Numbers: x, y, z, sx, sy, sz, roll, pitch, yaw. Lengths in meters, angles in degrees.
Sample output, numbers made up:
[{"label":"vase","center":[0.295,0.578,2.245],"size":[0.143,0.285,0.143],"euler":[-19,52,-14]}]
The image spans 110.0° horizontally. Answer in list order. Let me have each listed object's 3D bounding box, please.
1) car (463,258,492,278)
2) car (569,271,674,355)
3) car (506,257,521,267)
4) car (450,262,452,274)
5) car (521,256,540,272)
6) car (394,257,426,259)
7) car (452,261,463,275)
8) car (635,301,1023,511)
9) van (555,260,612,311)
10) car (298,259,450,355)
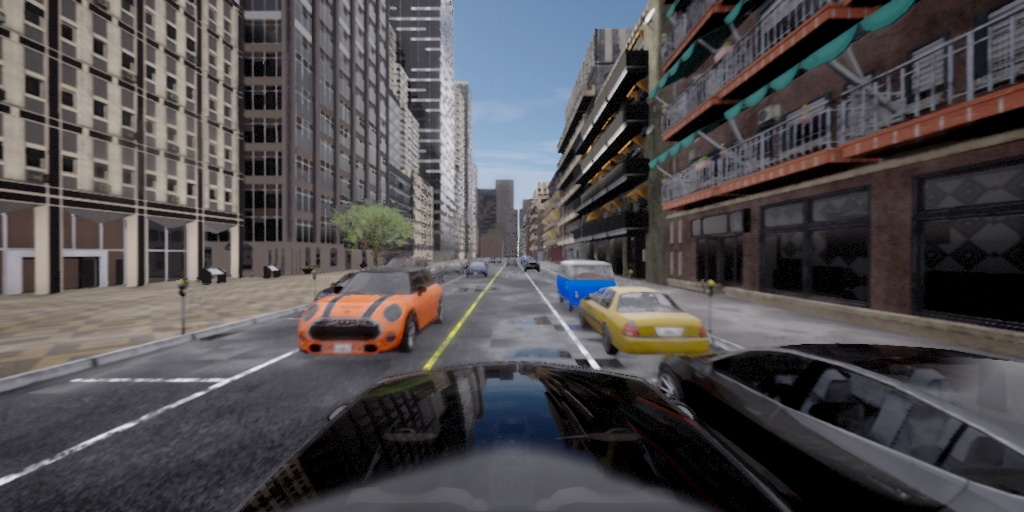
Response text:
[{"label":"car","center":[-3.102,1.172,32.968],"size":[1.812,1.442,4.674],"euler":[0,0,0]},{"label":"car","center":[2.688,1.252,8.433],"size":[1.751,1.417,4.829],"euler":[0,0,0]},{"label":"car","center":[-0.015,1.063,60.436],"size":[2.128,1.511,4.902],"euler":[0,0,0]},{"label":"car","center":[-5.697,1.222,24.830],"size":[2.007,1.370,4.403],"euler":[0,0,0]},{"label":"car","center":[2.344,1.122,42.774],"size":[1.837,1.490,4.892],"euler":[0,0,0]},{"label":"car","center":[-5.696,1.003,19.307],"size":[2.192,1.841,5.009],"euler":[0,0,0]},{"label":"car","center":[-5.700,1.188,35.876],"size":[2.007,1.370,4.403],"euler":[0,0,0]},{"label":"car","center":[2.689,1.312,2.741],"size":[1.948,1.339,4.313],"euler":[0,0,0]},{"label":"van","center":[2.687,1.048,13.787],"size":[1.690,1.789,3.998],"euler":[0,0,0]},{"label":"car","center":[-3.051,1.076,8.750],"size":[2.097,1.767,4.553],"euler":[0,0,1]}]
